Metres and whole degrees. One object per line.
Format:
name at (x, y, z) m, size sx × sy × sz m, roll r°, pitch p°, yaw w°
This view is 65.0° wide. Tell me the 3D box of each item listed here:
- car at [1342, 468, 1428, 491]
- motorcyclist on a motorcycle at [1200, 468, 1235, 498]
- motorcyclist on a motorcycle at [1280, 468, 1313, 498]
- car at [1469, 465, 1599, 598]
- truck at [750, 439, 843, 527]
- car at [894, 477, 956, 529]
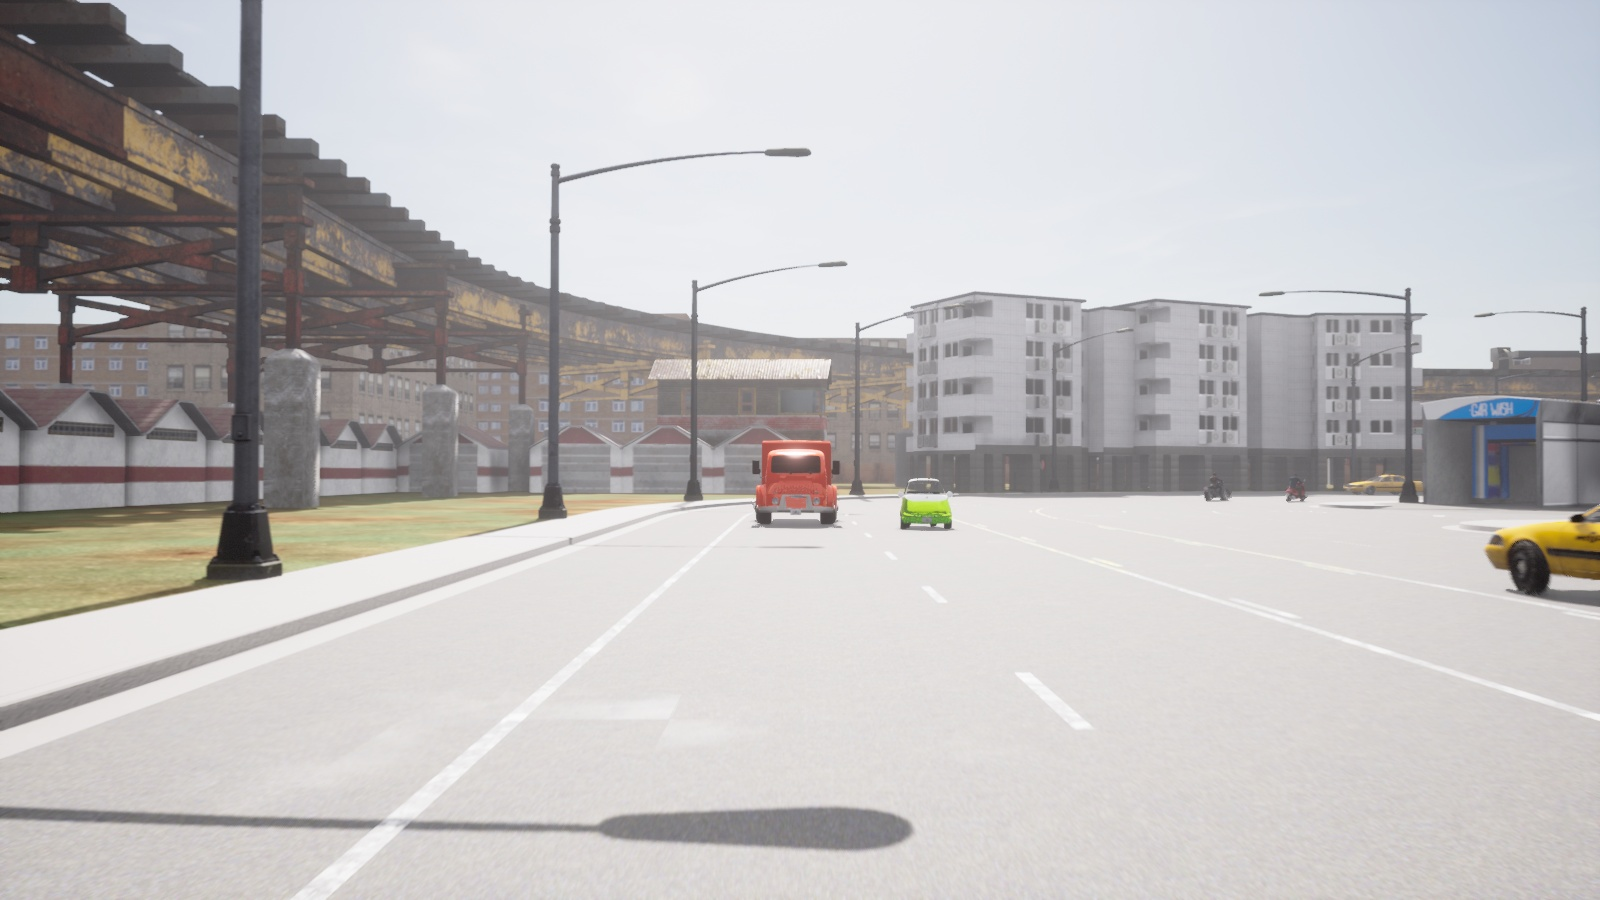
car at (41.484, 2.080, 89.081) m, size 5.366 × 1.575 × 1.801 m, roll 0°, pitch -1°, yaw -8°
motorcyclist on a motorcycle at (23.149, 1.838, 69.603) m, size 2.350 × 1.649 × 0.766 m, roll 1°, pitch -1°, yaw -40°
motorcyclist on a motorcycle at (26.909, 1.800, 68.056) m, size 1.817 × 1.590 × 0.866 m, roll 1°, pitch -1°, yaw -37°
car at (10.424, 0.958, 14.690) m, size 1.801 × 1.575 × 5.366 m, roll 0°, pitch -1°, yaw -7°
truck at (-0.103, 0.965, 38.029) m, size 2.627 × 2.467 × 5.204 m, roll 0°, pitch -1°, yaw 0°
car at (3.415, 1.436, 34.625) m, size 1.481 × 1.376 × 2.207 m, roll 0°, pitch -1°, yaw 0°
